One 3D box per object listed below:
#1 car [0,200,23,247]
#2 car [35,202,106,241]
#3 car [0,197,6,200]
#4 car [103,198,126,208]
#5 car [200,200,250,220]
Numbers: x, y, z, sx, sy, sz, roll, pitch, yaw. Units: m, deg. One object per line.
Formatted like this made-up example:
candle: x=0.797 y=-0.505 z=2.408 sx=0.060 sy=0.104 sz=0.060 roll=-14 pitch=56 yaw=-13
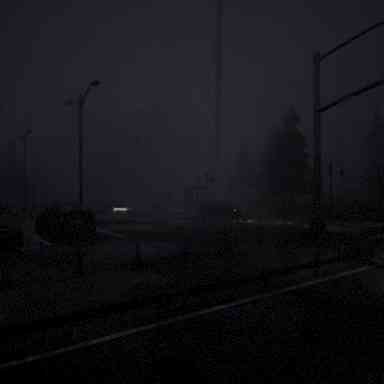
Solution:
car: x=-8.487 y=1.326 z=13.710 sx=2.152 sy=1.636 sz=5.027 roll=0 pitch=0 yaw=-36
car: x=-5.978 y=1.319 z=15.594 sx=2.007 sy=1.523 sz=4.514 roll=0 pitch=0 yaw=-36
car: x=-21.265 y=1.354 z=36.667 sx=1.845 sy=1.501 sz=3.633 roll=0 pitch=0 yaw=-36
car: x=-10.687 y=1.476 z=45.802 sx=1.994 sy=1.385 sz=4.181 roll=0 pitch=0 yaw=-36
car: x=2.660 y=1.401 z=27.632 sx=2.128 sy=1.511 sz=4.902 roll=0 pitch=0 yaw=-36
